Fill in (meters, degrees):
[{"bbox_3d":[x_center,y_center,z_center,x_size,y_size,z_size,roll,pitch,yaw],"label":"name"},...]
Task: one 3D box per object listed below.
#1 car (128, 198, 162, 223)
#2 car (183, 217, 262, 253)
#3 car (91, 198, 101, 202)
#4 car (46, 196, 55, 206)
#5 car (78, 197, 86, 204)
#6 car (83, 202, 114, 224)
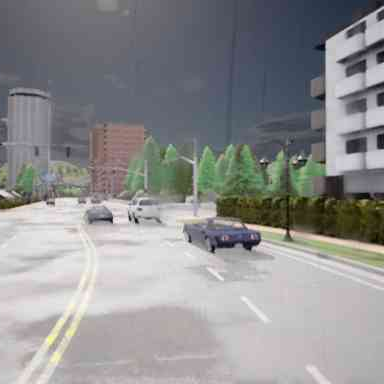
[{"bbox_3d":[-4.096,1.515,28.414,2.150,2.045,5.566,0,0,-18],"label":"car"},{"bbox_3d":[1.080,1.751,14.559,1.895,1.301,4.718,0,-1,-18],"label":"car"},{"bbox_3d":[-24.656,2.390,85.933,1.812,1.442,4.674,0,-1,-20],"label":"car"},{"bbox_3d":[-31.998,2.305,75.318,2.033,1.411,5.357,0,-1,-20],"label":"car"},{"bbox_3d":[-27.961,2.449,84.779,1.895,1.301,4.718,0,-1,-20],"label":"car"},{"bbox_3d":[-7.889,1.850,27.933,1.994,1.385,4.181,0,-1,-24],"label":"car"}]
